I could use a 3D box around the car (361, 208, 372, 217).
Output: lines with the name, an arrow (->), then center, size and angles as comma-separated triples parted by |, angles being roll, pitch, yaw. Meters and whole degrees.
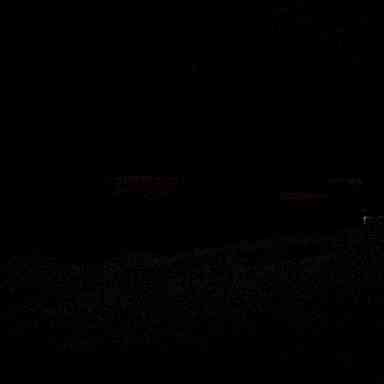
car -> 18.255, 2.119, 38.532 | 1.812, 1.442, 4.674 | -1, -1, -36
